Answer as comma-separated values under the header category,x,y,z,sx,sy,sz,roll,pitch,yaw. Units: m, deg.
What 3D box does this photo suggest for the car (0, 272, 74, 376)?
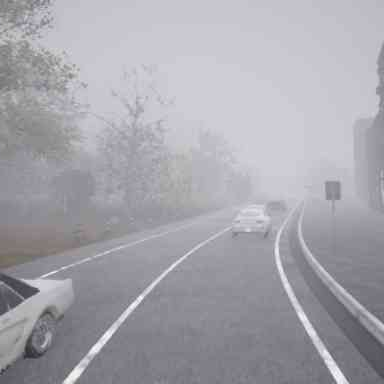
category,x,y,z,sx,sy,sz,roll,pitch,yaw
car,-3.040,1.613,3.322,1.895,1.301,4.718,0,-1,4

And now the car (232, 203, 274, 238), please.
category,x,y,z,sx,sy,sz,roll,pitch,yaw
car,3.352,1.605,18.375,1.812,1.442,4.674,-1,0,16

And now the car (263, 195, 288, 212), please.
category,x,y,z,sx,sy,sz,roll,pitch,yaw
car,9.150,1.224,35.518,1.882,1.535,5.008,-1,1,19

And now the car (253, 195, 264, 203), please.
category,x,y,z,sx,sy,sz,roll,pitch,yaw
car,10.080,1.133,48.170,1.994,1.385,4.181,-1,1,20
